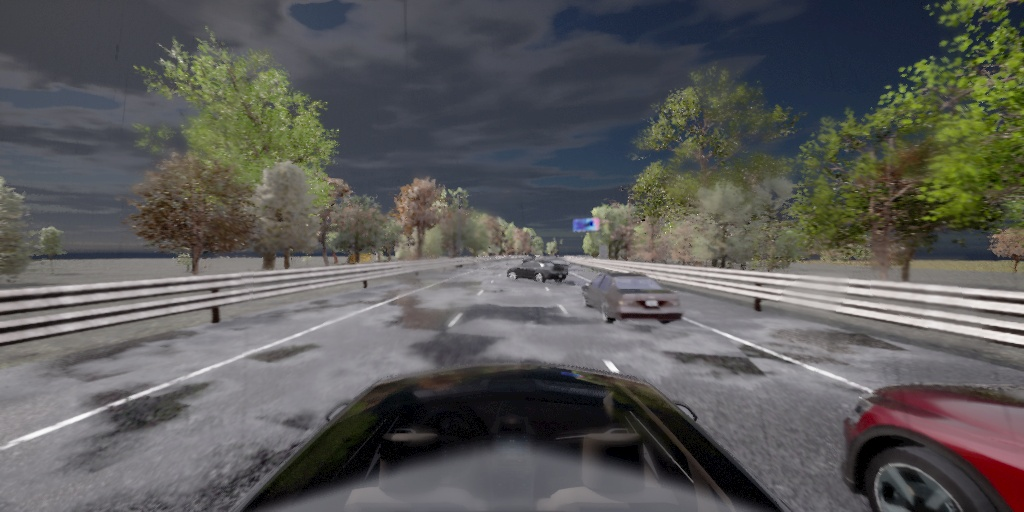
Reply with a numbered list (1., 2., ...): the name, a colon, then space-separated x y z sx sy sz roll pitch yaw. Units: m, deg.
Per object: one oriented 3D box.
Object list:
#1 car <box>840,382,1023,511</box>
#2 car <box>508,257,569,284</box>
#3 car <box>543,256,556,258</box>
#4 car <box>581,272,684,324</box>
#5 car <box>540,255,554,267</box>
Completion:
1. car: 3.495 1.197 0.729 2.033 1.649 4.856 0 0 0
2. car: 1.646 1.071 25.181 1.837 1.490 4.892 0 1 -38
3. car: 4.154 0.989 33.352 1.882 1.535 5.008 0 0 2
4. car: 3.562 1.223 11.607 2.033 1.411 5.357 0 0 1
5. car: 5.353 0.714 55.043 2.097 1.767 4.553 0 0 4
